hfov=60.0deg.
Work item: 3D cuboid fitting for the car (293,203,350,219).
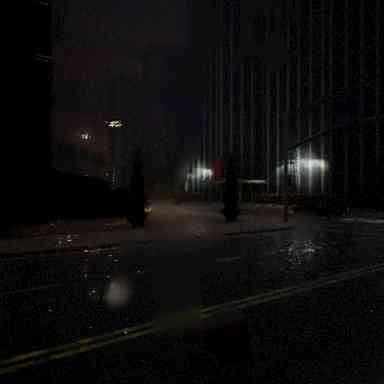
[{"bbox_3d":[11.748,1.652,30.350,1.895,1.301,4.718,0,0,-36],"label":"car"}]

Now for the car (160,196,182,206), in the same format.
[{"bbox_3d":[-3.660,1.409,57.535,2.097,1.767,4.553,0,0,-35],"label":"car"}]
